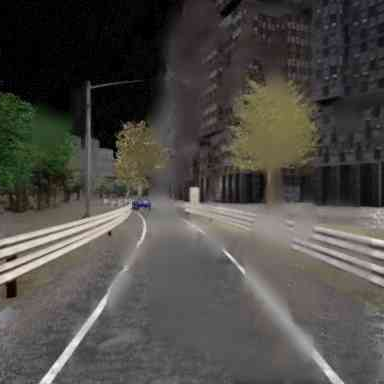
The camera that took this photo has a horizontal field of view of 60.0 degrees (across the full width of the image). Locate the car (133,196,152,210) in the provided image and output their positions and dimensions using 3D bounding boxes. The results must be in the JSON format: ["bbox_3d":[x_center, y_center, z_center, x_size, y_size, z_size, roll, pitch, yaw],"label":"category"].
[{"bbox_3d":[-7.581,1.679,50.676,2.150,2.045,5.566,0,-1,-19],"label":"car"}]
